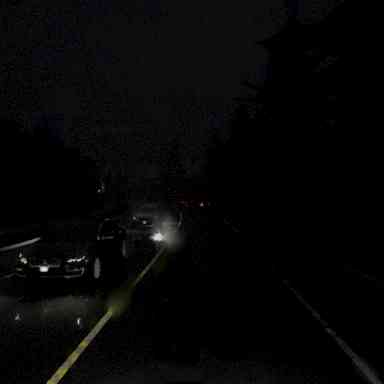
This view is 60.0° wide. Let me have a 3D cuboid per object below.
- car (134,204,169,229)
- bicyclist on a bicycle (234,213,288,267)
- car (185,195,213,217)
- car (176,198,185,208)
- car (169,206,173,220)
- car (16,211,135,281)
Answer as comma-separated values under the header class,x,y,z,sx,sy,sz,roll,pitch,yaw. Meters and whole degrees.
class,x,y,z,sx,sy,sz,roll,pitch,yaw
car,-2.827,1.577,22.408,1.812,1.442,4.674,0,0,1
bicyclist on a bicycle,2.073,1.469,10.113,1.656,1.620,0.582,-1,0,3
car,0.717,1.296,32.734,2.150,2.045,5.566,0,-1,-3
car,-1.167,1.625,49.128,1.837,1.490,4.892,0,0,-10
car,-2.624,1.675,28.222,1.994,1.385,4.181,0,0,-1
car,-3.259,1.526,9.988,1.837,1.490,4.892,0,0,3
